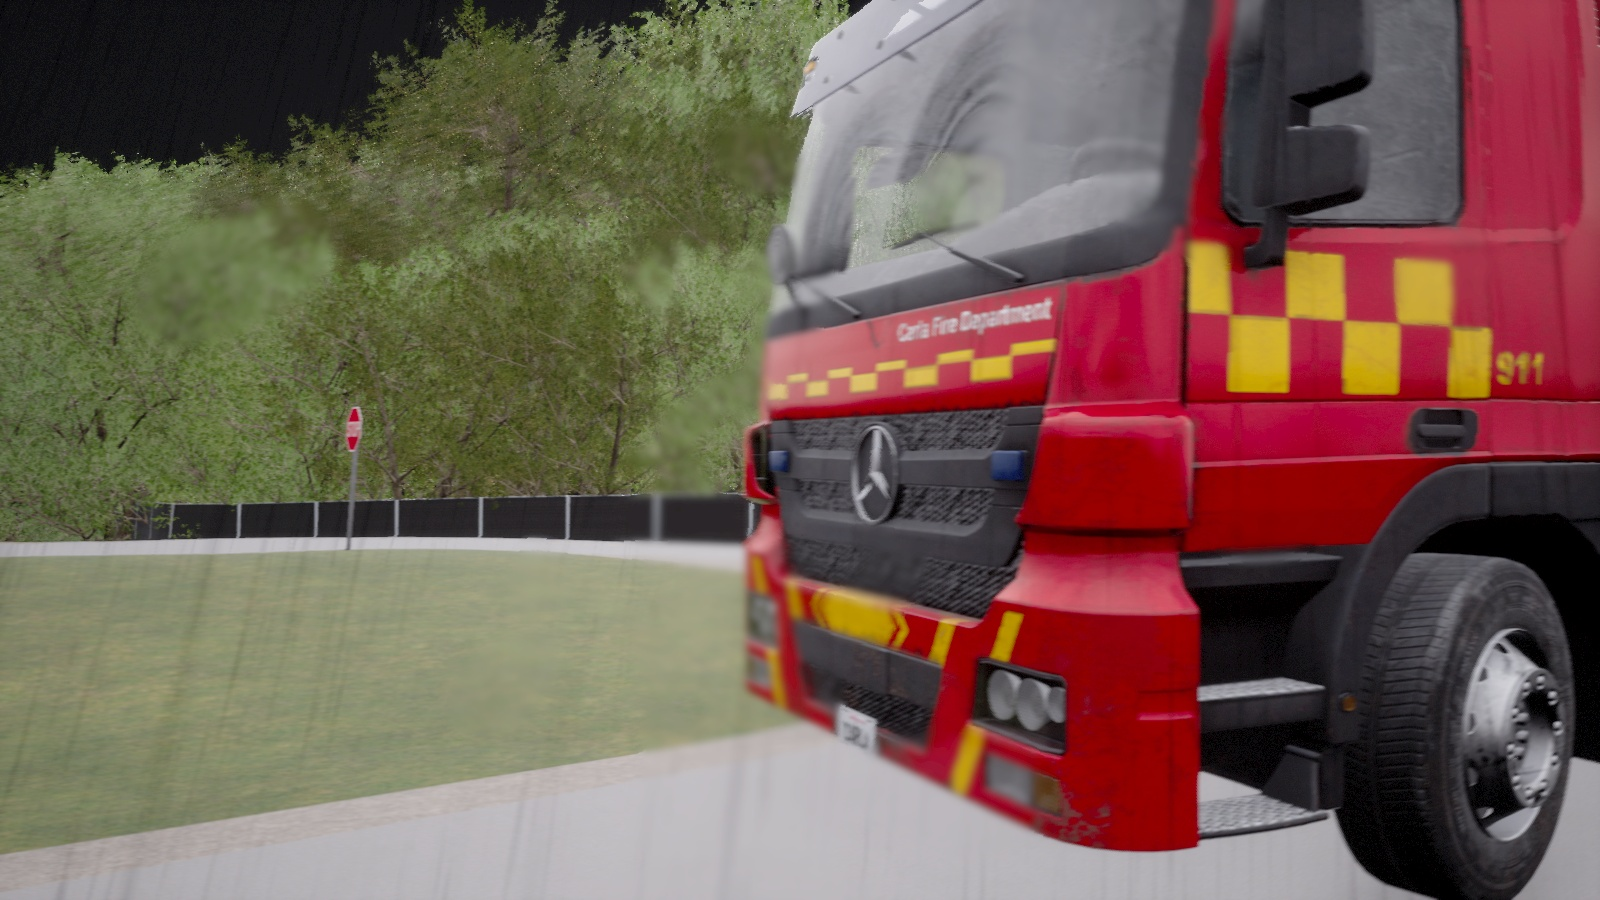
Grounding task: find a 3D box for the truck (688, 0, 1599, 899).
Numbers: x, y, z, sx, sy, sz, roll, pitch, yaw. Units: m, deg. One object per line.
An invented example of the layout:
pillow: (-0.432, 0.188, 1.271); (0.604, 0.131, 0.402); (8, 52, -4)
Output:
truck: (3.941, -0.429, 6.306); (8.468, 3.827, 2.891); (0, 0, -24)
